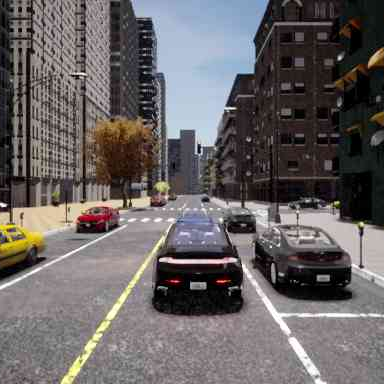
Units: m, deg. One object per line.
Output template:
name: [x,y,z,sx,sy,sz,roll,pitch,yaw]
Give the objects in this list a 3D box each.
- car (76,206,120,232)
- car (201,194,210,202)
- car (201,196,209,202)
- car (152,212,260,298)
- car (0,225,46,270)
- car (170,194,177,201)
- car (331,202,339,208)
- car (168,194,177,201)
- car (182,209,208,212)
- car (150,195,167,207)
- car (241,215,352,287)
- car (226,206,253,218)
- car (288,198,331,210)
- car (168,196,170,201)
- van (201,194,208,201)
car: [-5.593,1.547,20.179,1.887,1.381,4.507,0,0,0]
car: [3.059,1.622,74.615,1.947,1.339,4.313,0,0,0]
car: [3.088,1.591,80.308,1.752,1.417,4.829,0,0,0]
car: [0.130,1.491,8.473,2.128,1.511,4.902,0,0,0]
car: [-5.649,1.525,8.943,1.752,1.417,4.829,0,0,0]
car: [-5.266,1.641,85.704,1.947,1.339,4.313,0,0,0]
car: [19.017,1.255,39.516,4.829,1.417,1.752,-1,1,0]
car: [-5.239,1.401,91.226,2.192,1.841,5.009,0,0,0]
car: [0.167,1.603,18.591,1.895,1.301,4.718,0,0,1]
car: [-5.432,1.344,52.567,2.192,1.841,5.009,0,0,0]
car: [2.732,1.551,9.071,2.008,1.369,4.403,0,0,0]
car: [2.787,1.553,20.137,2.008,1.369,4.403,0,0,0]
car: [13.620,1.355,39.489,4.403,1.369,2.008,-1,1,0]
car: [-5.404,1.601,58.089,1.947,1.339,4.313,0,0,0]
van: [3.114,1.416,85.662,1.690,1.788,3.998,0,0,0]
